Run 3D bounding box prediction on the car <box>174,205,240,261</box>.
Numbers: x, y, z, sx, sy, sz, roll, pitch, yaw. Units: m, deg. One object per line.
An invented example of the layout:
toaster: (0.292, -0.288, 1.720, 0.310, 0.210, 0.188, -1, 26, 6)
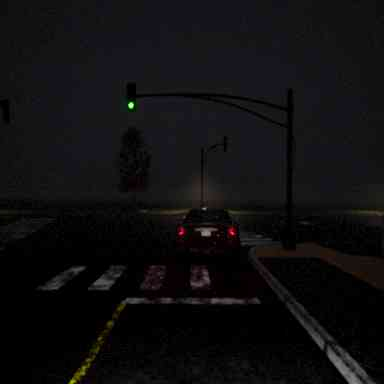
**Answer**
car: (0.706, 1.369, 12.401, 2.097, 1.767, 4.553, -1, -2, 7)
